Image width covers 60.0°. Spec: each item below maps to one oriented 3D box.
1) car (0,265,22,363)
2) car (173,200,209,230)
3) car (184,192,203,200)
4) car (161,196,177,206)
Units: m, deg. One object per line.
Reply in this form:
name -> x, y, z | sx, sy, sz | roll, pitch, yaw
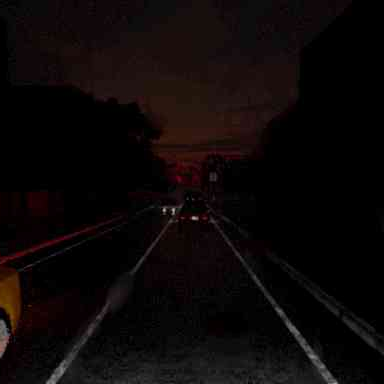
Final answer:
car -> -3.395, 1.467, 2.739 | 1.882, 1.535, 5.008 | 0, 0, 0
car -> 0.101, 1.477, 20.749 | 2.033, 1.411, 5.357 | 0, 0, 0
car -> 0.149, 0.953, 41.196 | 2.150, 2.045, 5.566 | 0, 1, 0
car -> -3.067, 1.229, 45.633 | 1.994, 1.385, 4.181 | 0, 1, 1
